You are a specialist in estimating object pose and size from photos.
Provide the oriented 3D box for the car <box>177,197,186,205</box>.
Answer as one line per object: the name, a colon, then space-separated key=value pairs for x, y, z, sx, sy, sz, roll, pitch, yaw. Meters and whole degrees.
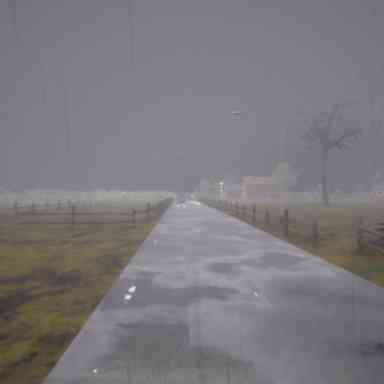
car: x=-2.162 y=1.816 z=67.259 sx=2.033 sy=1.411 sz=5.357 roll=1 pitch=-1 yaw=-2
